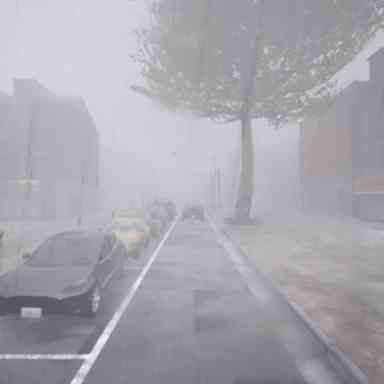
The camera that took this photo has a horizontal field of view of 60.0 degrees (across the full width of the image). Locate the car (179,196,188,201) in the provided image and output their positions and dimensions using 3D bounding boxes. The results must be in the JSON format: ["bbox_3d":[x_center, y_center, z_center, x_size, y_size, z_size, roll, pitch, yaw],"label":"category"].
[{"bbox_3d":[-2.643,2.154,78.790,1.947,1.339,4.313,1,0,0],"label":"car"}]

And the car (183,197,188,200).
[{"bbox_3d":[0.092,1.765,40.540,1.882,1.535,5.008,0,0,0],"label":"car"}]

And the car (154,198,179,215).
[{"bbox_3d":[-2.621,1.522,29.769,2.192,1.841,5.009,1,0,0],"label":"car"}]

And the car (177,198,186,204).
[{"bbox_3d":[-2.644,2.179,84.322,1.887,1.381,4.507,1,0,0],"label":"car"}]

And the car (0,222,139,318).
[{"bbox_3d":[-2.621,1.618,7.627,1.947,1.339,4.313,2,0,0],"label":"car"}]

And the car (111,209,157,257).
[{"bbox_3d":[-2.621,1.613,12.992,1.752,1.417,4.829,2,0,0],"label":"car"}]

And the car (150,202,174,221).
[{"bbox_3d":[-2.626,1.717,24.233,2.008,1.369,4.403,1,0,0],"label":"car"}]

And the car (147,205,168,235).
[{"bbox_3d":[-2.624,1.672,18.697,1.887,1.381,4.507,2,0,0],"label":"car"}]

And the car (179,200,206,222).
[{"bbox_3d":[0.092,1.703,28.586,1.837,1.490,4.892,0,0,0],"label":"car"}]
